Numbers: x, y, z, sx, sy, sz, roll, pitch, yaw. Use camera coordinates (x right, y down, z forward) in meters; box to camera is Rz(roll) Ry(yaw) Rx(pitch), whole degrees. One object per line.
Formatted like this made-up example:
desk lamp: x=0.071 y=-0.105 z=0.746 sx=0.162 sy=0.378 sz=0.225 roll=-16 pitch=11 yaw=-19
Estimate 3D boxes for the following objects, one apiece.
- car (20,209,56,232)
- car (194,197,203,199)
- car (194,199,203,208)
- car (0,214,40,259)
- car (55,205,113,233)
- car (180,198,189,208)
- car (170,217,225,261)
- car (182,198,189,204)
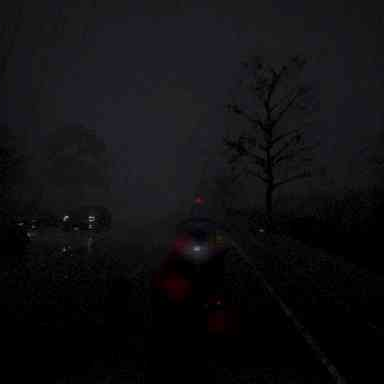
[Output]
car: x=-10.193 y=1.800 z=21.889 sx=1.994 sy=1.385 sz=4.181 roll=1 pitch=-1 yaw=1
car: x=1.771 y=2.252 z=90.561 sx=2.150 sy=2.045 sz=5.566 roll=1 pitch=2 yaw=1
car: x=1.561 y=3.074 z=80.528 sx=1.895 sy=1.301 sz=4.718 roll=1 pitch=2 yaw=1
car: x=-6.915 y=1.569 z=10.497 sx=1.994 sy=1.385 sz=4.181 roll=1 pitch=-1 yaw=2
car: x=-6.688 y=1.625 z=21.633 sx=2.097 sy=1.767 sz=4.553 roll=1 pitch=-1 yaw=1
car: x=-1.944 y=2.948 z=80.217 sx=1.837 sy=1.490 sz=4.892 roll=1 pitch=1 yaw=1
car: x=0.222 y=1.664 z=12.655 sx=1.812 sy=1.442 sz=4.674 roll=1 pitch=-1 yaw=1
car: x=-1.731 y=2.464 z=90.607 sx=1.882 sy=1.535 sz=5.008 roll=1 pitch=2 yaw=1
